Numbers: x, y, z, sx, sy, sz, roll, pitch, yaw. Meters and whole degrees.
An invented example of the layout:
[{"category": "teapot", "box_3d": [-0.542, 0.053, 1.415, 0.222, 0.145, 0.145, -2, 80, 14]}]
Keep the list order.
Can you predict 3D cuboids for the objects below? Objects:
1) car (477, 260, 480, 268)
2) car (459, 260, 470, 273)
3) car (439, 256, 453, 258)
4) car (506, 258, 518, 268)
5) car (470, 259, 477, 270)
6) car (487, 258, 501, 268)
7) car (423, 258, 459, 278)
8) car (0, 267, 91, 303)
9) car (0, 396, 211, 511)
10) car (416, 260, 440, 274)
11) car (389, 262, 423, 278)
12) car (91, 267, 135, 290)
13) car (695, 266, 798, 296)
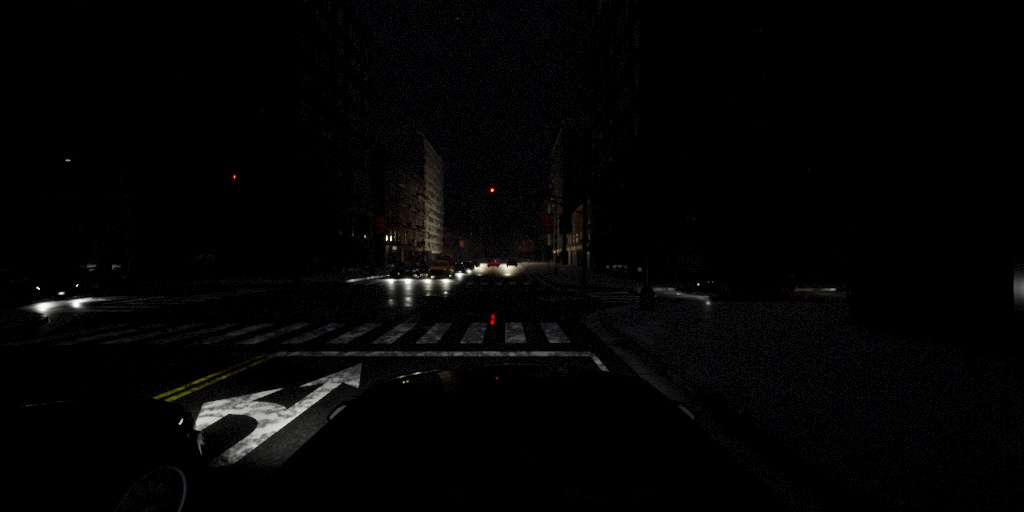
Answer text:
[{"category": "car", "box_3d": [-6.573, 1.279, 62.066, 2.033, 1.411, 5.357, 0, 0, 0]}, {"category": "car", "box_3d": [-6.612, 1.305, 42.878, 1.994, 1.385, 4.181, 0, 0, 0]}, {"category": "car", "box_3d": [-9.858, 0.957, 53.260, 2.150, 2.045, 5.566, 0, 0, 0]}, {"category": "car", "box_3d": [-0.018, 1.237, 62.195, 1.837, 1.490, 4.892, 0, 0, 0]}, {"category": "car", "box_3d": [-6.606, 1.300, 51.706, 1.994, 1.385, 4.181, 0, 0, 0]}, {"category": "car", "box_3d": [-3.268, 1.332, 62.641, 1.895, 1.301, 4.718, 0, 0, 0]}, {"category": "car", "box_3d": [-6.607, 1.222, 33.889, 1.882, 1.535, 5.008, 0, 0, 0]}, {"category": "car", "box_3d": [-22.901, 1.289, 16.125, 5.357, 1.411, 2.033, 0, 0, 0]}, {"category": "car", "box_3d": [-3.244, 1.276, 0.782, 1.812, 1.442, 4.674, 0, 0, 0]}, {"category": "car", "box_3d": [-9.857, 1.266, 42.533, 1.812, 1.442, 4.674, 0, 0, 0]}, {"category": "car", "box_3d": [-9.857, 1.270, 33.519, 1.812, 1.442, 4.674, 0, 0, 0]}, {"category": "car", "box_3d": [-25.380, 1.327, 21.622, 4.313, 1.339, 1.948, 0, 0, 0]}, {"category": "car", "box_3d": [12.452, 1.291, 19.242, 4.892, 1.490, 1.837, 0, 0, 2]}]
